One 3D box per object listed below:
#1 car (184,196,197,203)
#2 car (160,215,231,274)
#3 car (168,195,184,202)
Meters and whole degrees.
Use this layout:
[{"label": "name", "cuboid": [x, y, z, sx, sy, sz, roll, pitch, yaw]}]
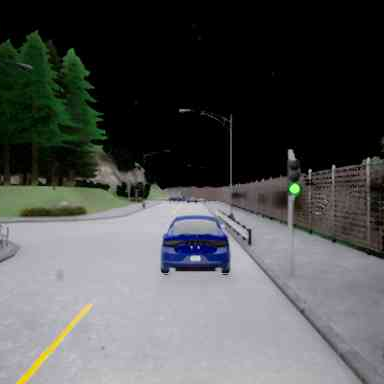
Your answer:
[{"label": "car", "cuboid": [-0.004, 1.537, 67.546, 1.994, 1.385, 4.181, 0, 0, -4]}, {"label": "car", "cuboid": [0.094, 1.473, 10.614, 1.882, 1.535, 5.008, 0, 0, 0]}, {"label": "car", "cuboid": [-3.495, 1.495, 76.824, 4.674, 1.442, 1.812, 0, 0, 40]}]
